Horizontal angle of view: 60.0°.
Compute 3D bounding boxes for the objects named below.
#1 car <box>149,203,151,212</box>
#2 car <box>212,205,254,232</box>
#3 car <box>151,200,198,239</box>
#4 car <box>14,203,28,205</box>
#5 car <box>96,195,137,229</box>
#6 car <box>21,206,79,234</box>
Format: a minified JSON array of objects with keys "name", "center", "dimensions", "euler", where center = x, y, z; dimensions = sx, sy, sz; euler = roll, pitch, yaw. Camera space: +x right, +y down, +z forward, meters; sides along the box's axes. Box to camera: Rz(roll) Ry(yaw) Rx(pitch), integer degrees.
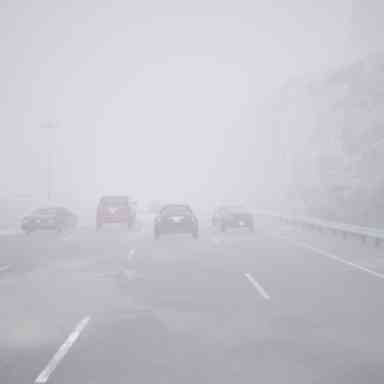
[{"name":"car","center":[-3.593,1.563,36.021],"dimensions":[1.895,1.301,4.718],"euler":[0,0,-11]},{"name":"car","center":[2.378,1.495,19.934],"dimensions":[1.812,1.442,4.674],"euler":[0,0,-6]},{"name":"car","center":[-0.914,1.332,17.562],"dimensions":[2.097,1.767,4.553],"euler":[0,0,-5]},{"name":"car","center":[-24.946,1.209,49.019],"dimensions":[2.150,2.045,5.566],"euler":[0,0,-16]},{"name":"car","center":[-4.864,1.204,21.767],"dimensions":[2.150,2.045,5.566],"euler":[0,0,-7]},{"name":"car","center":[-8.088,1.540,19.389],"dimensions":[2.033,1.411,5.357],"euler":[0,0,-6]}]
